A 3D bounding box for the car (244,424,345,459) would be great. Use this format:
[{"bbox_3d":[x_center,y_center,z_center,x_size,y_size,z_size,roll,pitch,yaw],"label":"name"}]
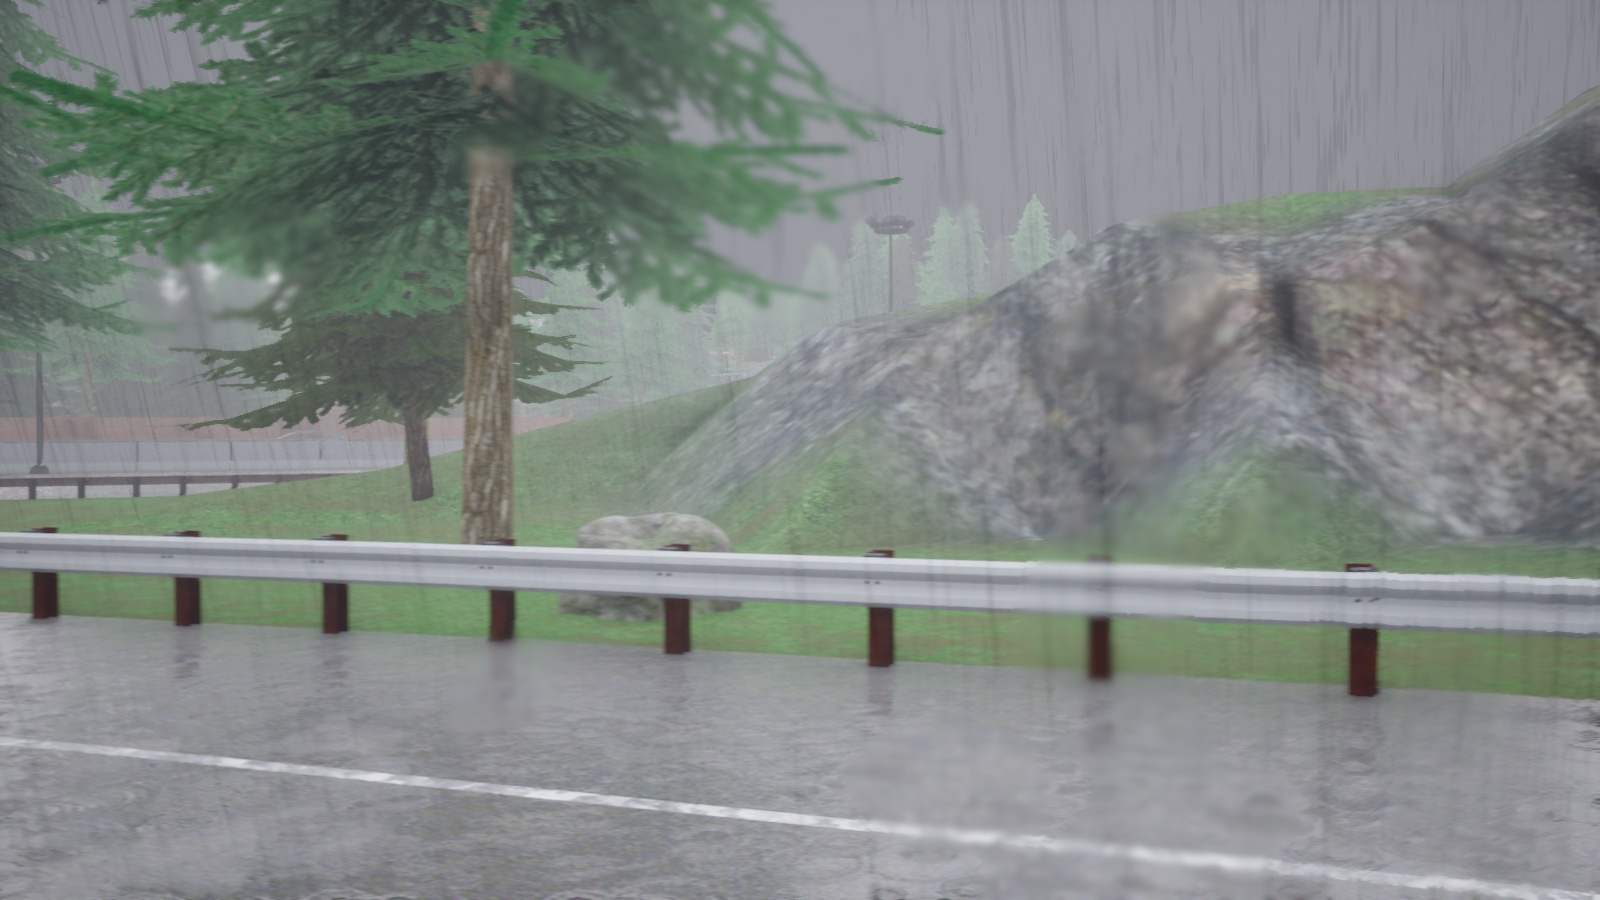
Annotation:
[{"bbox_3d":[-25.173,-0.430,62.612,4.611,1.667,2.242,0,1,-22],"label":"car"}]
